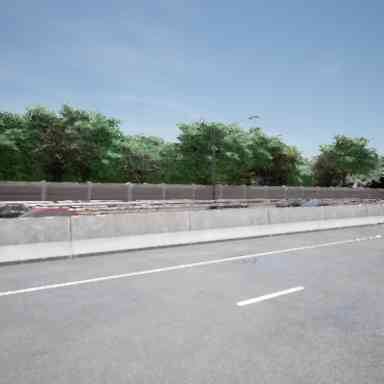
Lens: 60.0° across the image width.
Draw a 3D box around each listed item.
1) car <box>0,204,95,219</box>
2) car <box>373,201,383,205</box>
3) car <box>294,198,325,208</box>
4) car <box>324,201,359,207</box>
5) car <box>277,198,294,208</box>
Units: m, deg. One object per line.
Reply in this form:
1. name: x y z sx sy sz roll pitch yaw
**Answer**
1. car: -7.174 1.487 16.064 5.008 1.535 1.882 0 0 -35
2. car: 20.747 1.691 36.035 4.181 1.385 1.994 0 0 -36
3. car: 15.327 1.668 40.766 5.357 1.411 2.033 0 0 -36
4. car: 17.643 1.723 38.119 4.718 1.301 1.895 0 0 -36
5. car: 13.258 1.625 43.583 4.892 1.490 1.837 0 0 -36
